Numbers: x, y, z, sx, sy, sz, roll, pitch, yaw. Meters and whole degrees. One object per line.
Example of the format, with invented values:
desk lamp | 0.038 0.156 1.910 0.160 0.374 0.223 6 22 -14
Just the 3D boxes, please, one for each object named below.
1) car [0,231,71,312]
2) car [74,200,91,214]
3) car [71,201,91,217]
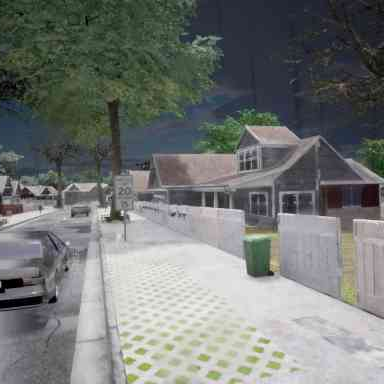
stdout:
car | -4.103 1.671 8.101 2.033 1.411 5.357 -2 0 -16
car | -15.543 2.076 47.497 2.097 1.767 4.553 -2 -1 -16
car | -12.730 2.026 38.001 2.128 1.511 4.902 -2 -1 -16
